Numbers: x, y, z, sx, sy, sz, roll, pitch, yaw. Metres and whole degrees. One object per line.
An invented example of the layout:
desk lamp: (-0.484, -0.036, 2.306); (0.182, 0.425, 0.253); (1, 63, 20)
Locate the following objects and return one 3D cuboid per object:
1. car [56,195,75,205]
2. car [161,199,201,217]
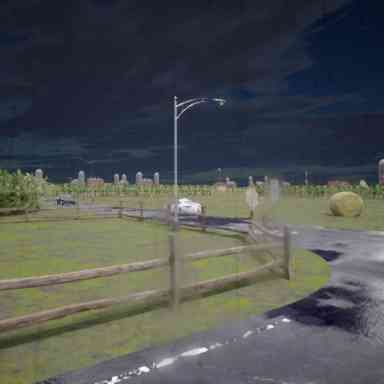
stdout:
car: (-18.984, 1.160, 49.766); (1.837, 1.490, 4.892); (-1, 1, -36)
car: (-1.038, 1.344, 29.700); (1.812, 1.442, 4.674); (-1, 1, -36)
